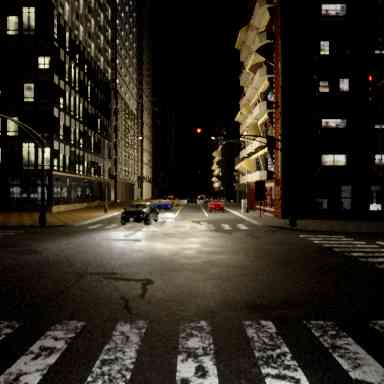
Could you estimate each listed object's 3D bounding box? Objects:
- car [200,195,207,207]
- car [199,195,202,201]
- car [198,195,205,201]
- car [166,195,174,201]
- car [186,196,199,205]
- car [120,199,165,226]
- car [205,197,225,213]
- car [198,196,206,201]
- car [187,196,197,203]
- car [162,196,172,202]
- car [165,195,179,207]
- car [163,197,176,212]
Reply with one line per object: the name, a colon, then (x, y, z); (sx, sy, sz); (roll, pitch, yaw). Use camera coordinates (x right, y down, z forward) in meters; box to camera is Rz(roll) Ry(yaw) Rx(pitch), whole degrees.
car: (2.615, 1.567, 50.134); (2.008, 1.369, 4.403); (0, 0, 0)
car: (2.607, 1.571, 55.782); (2.008, 1.369, 4.403); (0, 0, 0)
car: (2.554, 1.491, 89.674); (1.967, 1.590, 4.097); (0, 0, 0)
car: (-5.827, 1.595, 89.661); (1.887, 1.381, 4.507); (0, 0, 0)
car: (0.007, 1.528, 59.967); (1.837, 1.490, 4.892); (0, 0, 0)
car: (-3.546, 1.486, 23.218); (2.128, 1.511, 4.902); (0, 0, 5)
car: (2.685, 1.591, 37.216); (1.802, 1.307, 4.206); (0, 0, 0)
car: (2.563, 1.626, 84.025); (1.802, 1.307, 4.206); (0, 0, 0)
car: (-0.021, 1.594, 70.278); (1.994, 1.385, 4.181); (0, 0, 0)
car: (-5.809, 1.589, 78.363); (2.008, 1.369, 4.403); (0, 0, 0)
car: (-3.120, 1.496, 53.185); (1.882, 1.535, 5.008); (0, 0, 1)
car: (-3.152, 1.610, 37.961); (1.895, 1.301, 4.718); (0, 0, 0)
